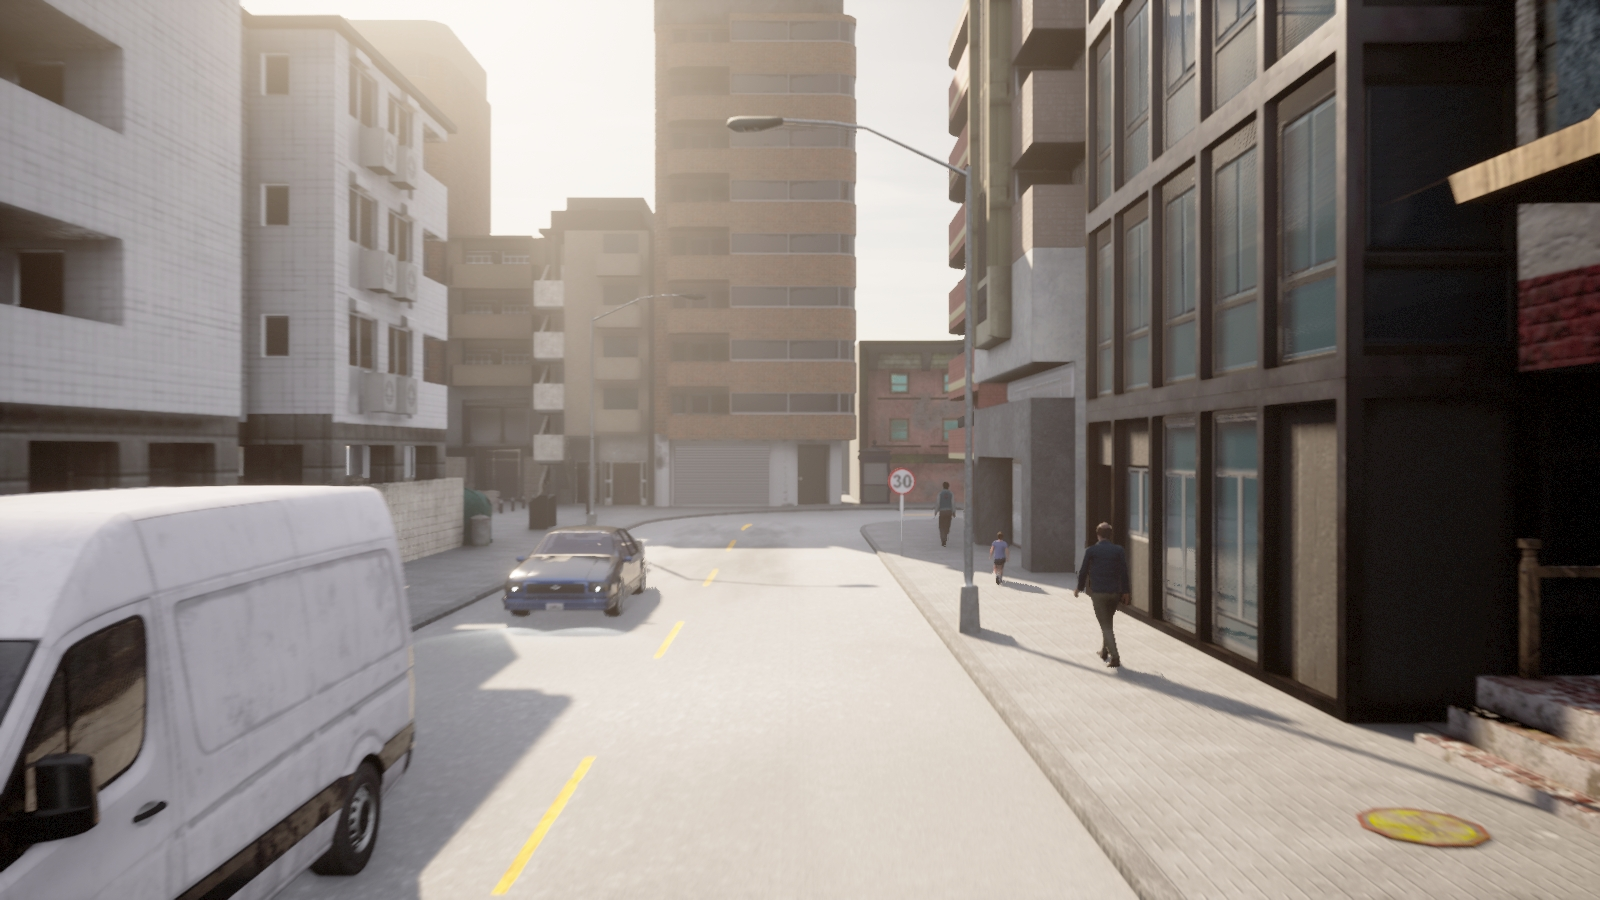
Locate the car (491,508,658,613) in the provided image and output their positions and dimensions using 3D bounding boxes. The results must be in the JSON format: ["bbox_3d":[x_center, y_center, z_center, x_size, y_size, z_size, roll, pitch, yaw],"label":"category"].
[{"bbox_3d":[-3.924,1.891,20.877,2.033,1.411,5.357,0,0,0],"label":"car"}]

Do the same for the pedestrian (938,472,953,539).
[{"bbox_3d":[4.050,1.538,31.719,0.375,1.860,0.375,0,0,1],"label":"pedestrian"}]

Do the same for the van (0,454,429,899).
[{"bbox_3d":[-3.861,1.315,5.897,1.988,2.561,5.915,0,0,0],"label":"van"}]

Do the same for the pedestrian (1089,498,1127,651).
[{"bbox_3d":[3.816,1.530,14.187,0.375,1.860,0.375,0,0,1],"label":"pedestrian"}]

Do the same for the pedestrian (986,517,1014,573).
[{"bbox_3d":[4.039,1.912,23.098,0.500,1.100,0.500,0,0,5],"label":"pedestrian"}]
